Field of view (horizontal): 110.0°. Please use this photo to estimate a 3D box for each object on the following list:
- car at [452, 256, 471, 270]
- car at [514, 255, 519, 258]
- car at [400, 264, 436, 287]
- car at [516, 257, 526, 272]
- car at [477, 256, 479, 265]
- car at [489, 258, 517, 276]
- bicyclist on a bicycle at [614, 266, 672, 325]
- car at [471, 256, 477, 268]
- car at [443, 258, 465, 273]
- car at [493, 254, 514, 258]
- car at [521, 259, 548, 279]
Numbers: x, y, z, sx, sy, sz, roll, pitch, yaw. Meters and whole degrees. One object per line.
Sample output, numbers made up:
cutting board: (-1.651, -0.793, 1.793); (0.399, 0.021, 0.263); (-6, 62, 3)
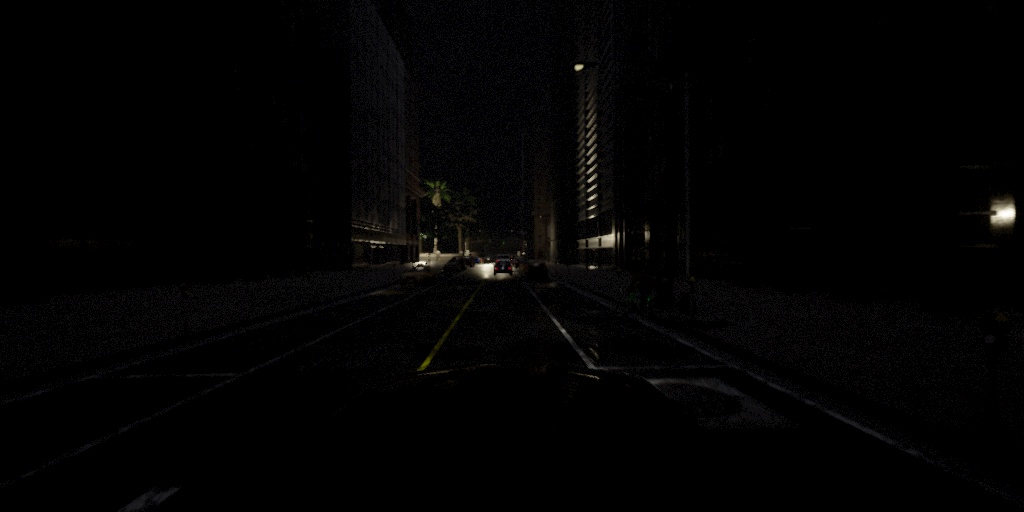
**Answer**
car: (-6.953, 0.954, 46.511); (2.192, 1.841, 5.009); (0, 0, -2)
car: (1.420, 0.992, 52.158); (1.967, 1.591, 4.097); (0, 0, -2)
car: (-6.352, 1.237, 24.646); (1.751, 1.417, 4.829); (0, 0, -2)
car: (1.713, 1.111, 41.482); (1.751, 1.417, 4.829); (0, 0, -2)
car: (-7.400, 1.137, 62.782); (1.888, 1.381, 4.507); (0, 0, -2)
car: (-0.882, 1.176, 35.357); (2.033, 1.411, 5.357); (0, 0, -1)
bicyclist on a bicycle: (3.585, 1.065, 9.956); (1.656, 1.620, 0.582); (-8, 0, -2)
car: (-7.251, 0.922, 57.359); (2.192, 1.841, 5.009); (0, 0, -2)
car: (-6.804, 1.238, 41.087); (1.802, 1.307, 4.207); (0, 0, -2)
car: (-1.245, 0.799, 50.446); (2.150, 2.045, 5.566); (0, 0, -3)
car: (2.016, 1.167, 30.467); (1.888, 1.381, 4.507); (0, 0, -2)
